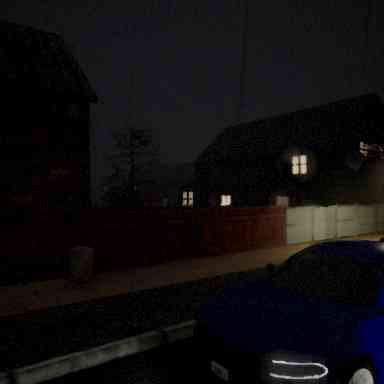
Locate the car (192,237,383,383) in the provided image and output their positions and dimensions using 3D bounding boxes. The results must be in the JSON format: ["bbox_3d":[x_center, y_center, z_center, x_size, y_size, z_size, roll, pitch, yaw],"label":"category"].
[{"bbox_3d":[2.301,1.480,4.719,5.008,1.535,1.882,0,0,-36],"label":"car"}]
